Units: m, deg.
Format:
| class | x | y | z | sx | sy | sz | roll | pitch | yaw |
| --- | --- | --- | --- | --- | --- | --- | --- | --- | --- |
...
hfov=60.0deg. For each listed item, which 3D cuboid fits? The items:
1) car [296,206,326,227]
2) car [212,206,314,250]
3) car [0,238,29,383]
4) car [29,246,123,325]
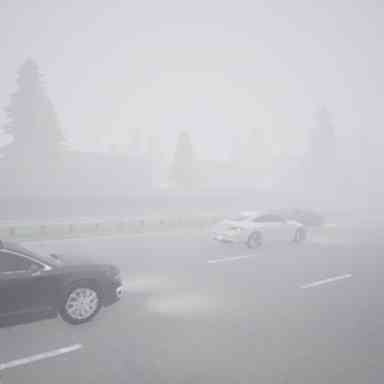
| class | x | y | z | sx | sy | sz | roll | pitch | yaw |
| --- | --- | --- | --- | --- | --- | --- | --- | --- | --- |
| car | 6.783 | 1.604 | 21.486 | 4.181 | 1.385 | 1.994 | 0 | 0 | -36 |
| car | 2.991 | 1.549 | 14.477 | 4.674 | 1.442 | 1.812 | 0 | 0 | -35 |
| car | -3.782 | 1.216 | 1.048 | 5.566 | 2.045 | 2.150 | 0 | 0 | -36 |
| car | -3.574 | 1.505 | 5.497 | 4.892 | 1.490 | 1.837 | 0 | 0 | -36 |
